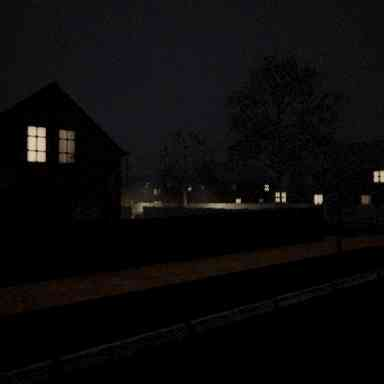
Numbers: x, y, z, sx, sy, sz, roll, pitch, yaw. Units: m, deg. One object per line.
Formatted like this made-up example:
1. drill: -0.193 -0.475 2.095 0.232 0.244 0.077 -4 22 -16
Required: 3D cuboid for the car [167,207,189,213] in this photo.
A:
1. car: -0.641 2.235 34.294 1.895 1.301 4.718 1 -2 -35
